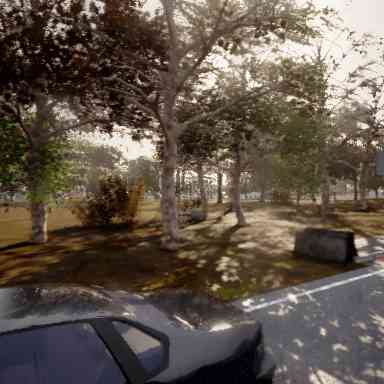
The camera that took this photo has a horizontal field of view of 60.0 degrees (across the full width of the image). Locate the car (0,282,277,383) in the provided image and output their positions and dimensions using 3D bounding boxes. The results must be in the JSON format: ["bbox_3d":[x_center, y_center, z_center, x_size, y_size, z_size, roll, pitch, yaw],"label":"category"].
[{"bbox_3d":[-1.718,1.548,2.461,5.357,1.411,2.033,0,0,-35],"label":"car"}]
